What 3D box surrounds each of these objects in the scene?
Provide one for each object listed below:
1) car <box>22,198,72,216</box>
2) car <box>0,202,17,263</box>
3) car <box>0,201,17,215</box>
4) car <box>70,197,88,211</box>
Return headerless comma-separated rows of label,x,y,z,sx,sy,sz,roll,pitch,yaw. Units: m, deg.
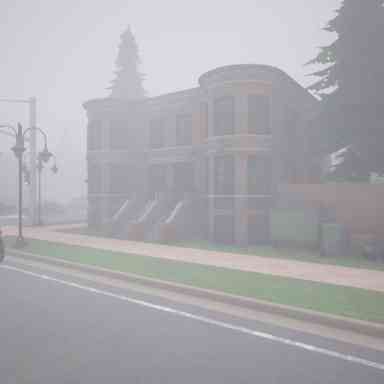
car,-14.647,1.564,33.089,1.994,1.385,4.181,0,0,34
car,-7.366,1.221,9.223,5.566,2.045,2.150,0,0,36
car,-19.670,1.601,31.951,1.895,1.301,4.718,0,0,35
car,-14.094,1.352,40.228,2.097,1.767,4.553,0,0,32
